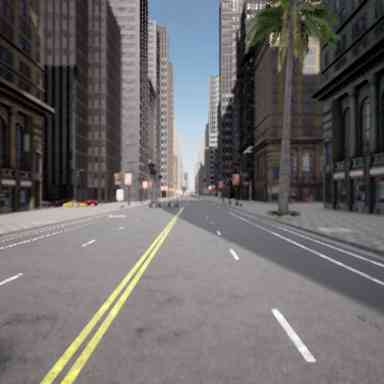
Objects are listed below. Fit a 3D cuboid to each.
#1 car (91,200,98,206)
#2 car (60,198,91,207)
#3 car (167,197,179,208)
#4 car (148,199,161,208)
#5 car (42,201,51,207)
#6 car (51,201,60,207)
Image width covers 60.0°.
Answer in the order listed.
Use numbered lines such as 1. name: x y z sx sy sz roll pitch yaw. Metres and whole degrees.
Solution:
1. car: -24.014 2.590 76.801 4.507 1.381 1.887 -1 0 0
2. car: -23.871 2.523 68.273 4.829 1.417 1.752 -1 0 0
3. car: -3.288 2.079 58.722 2.128 1.511 4.902 0 -1 0
4. car: -6.536 2.096 58.897 1.837 1.490 4.892 0 -1 0
5. car: -34.188 2.767 76.830 4.206 1.307 1.802 -1 0 0
6. car: -29.105 2.431 76.814 5.009 1.841 2.192 -1 0 0
